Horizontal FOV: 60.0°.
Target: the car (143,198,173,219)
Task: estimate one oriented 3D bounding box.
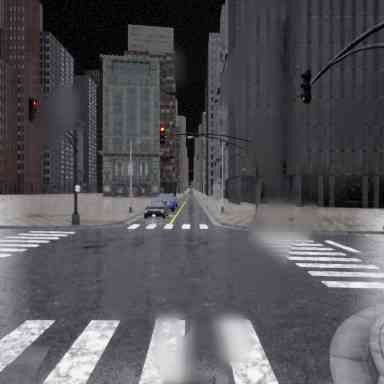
[{"bbox_3d":[-3.112,1.548,29.833,2.033,1.411,5.357,0,0,0],"label":"car"}]

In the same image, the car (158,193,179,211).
[{"bbox_3d":[-3.113,1.222,40.084,2.150,2.045,5.566,0,0,0],"label":"car"}]

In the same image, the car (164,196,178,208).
[{"bbox_3d":[-3.107,1.479,50.531,1.882,1.535,5.008,0,0,0],"label":"car"}]
